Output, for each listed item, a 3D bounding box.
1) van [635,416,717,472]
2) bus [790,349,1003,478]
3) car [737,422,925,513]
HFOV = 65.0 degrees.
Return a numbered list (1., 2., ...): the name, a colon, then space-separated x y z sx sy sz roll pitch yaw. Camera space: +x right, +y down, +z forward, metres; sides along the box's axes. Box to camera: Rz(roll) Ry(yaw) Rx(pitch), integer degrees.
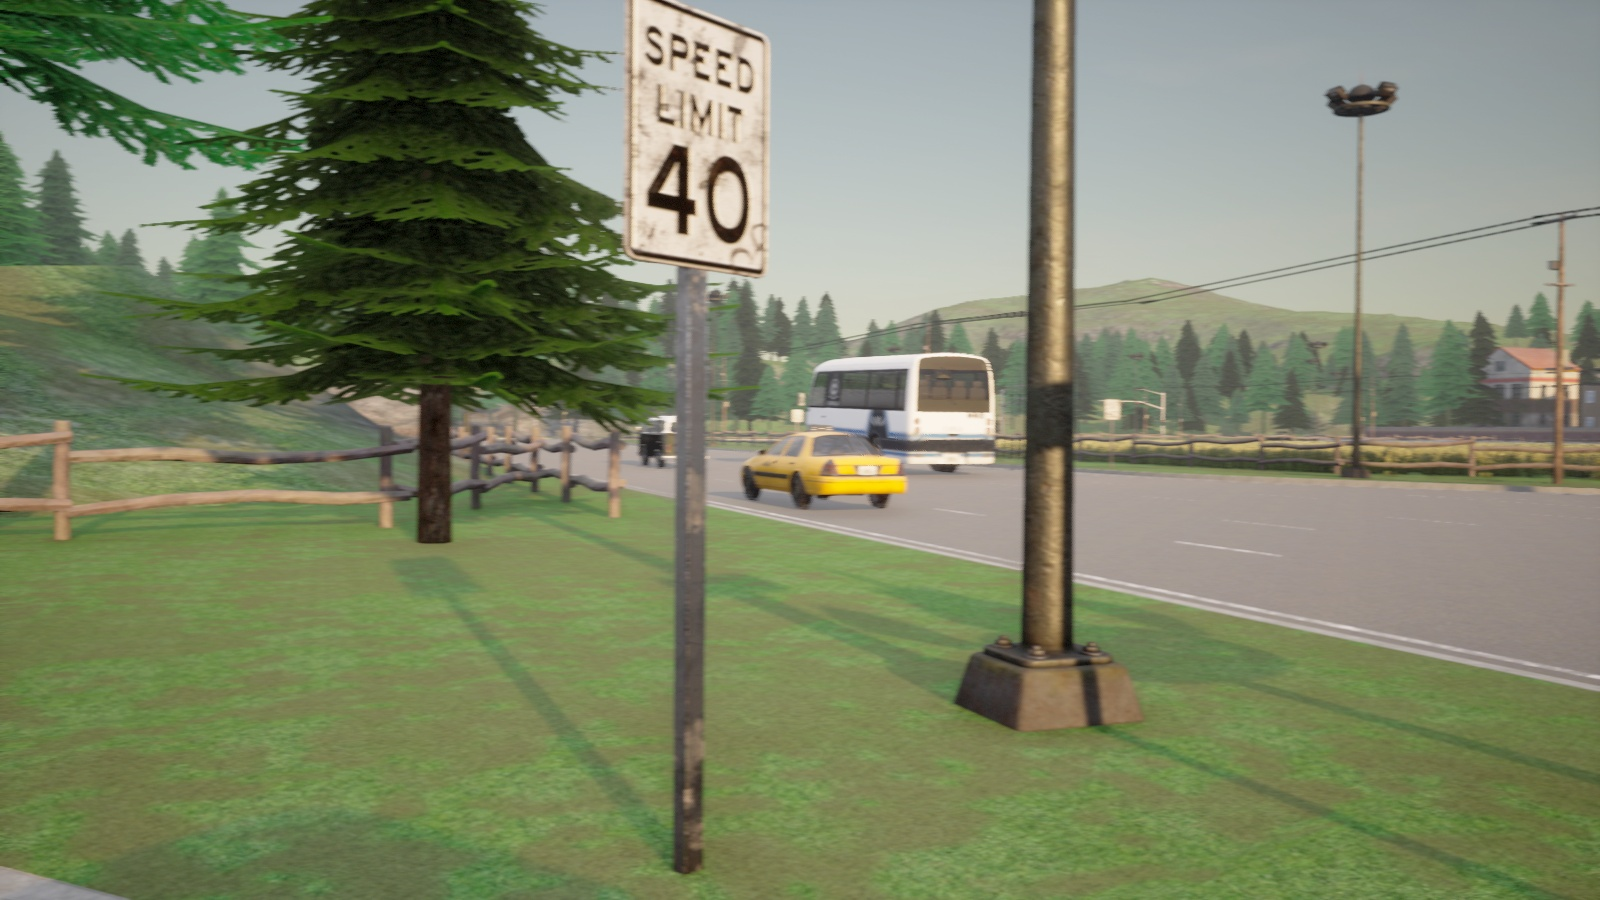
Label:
1. van: -4.856 -0.271 48.729 2.069 2.038 4.480 -1 1 -21
2. bus: 3.265 -1.425 46.968 3.944 4.253 10.273 -1 3 -21
3. car: 0.448 0.273 24.661 1.801 1.575 5.366 -1 1 -21
